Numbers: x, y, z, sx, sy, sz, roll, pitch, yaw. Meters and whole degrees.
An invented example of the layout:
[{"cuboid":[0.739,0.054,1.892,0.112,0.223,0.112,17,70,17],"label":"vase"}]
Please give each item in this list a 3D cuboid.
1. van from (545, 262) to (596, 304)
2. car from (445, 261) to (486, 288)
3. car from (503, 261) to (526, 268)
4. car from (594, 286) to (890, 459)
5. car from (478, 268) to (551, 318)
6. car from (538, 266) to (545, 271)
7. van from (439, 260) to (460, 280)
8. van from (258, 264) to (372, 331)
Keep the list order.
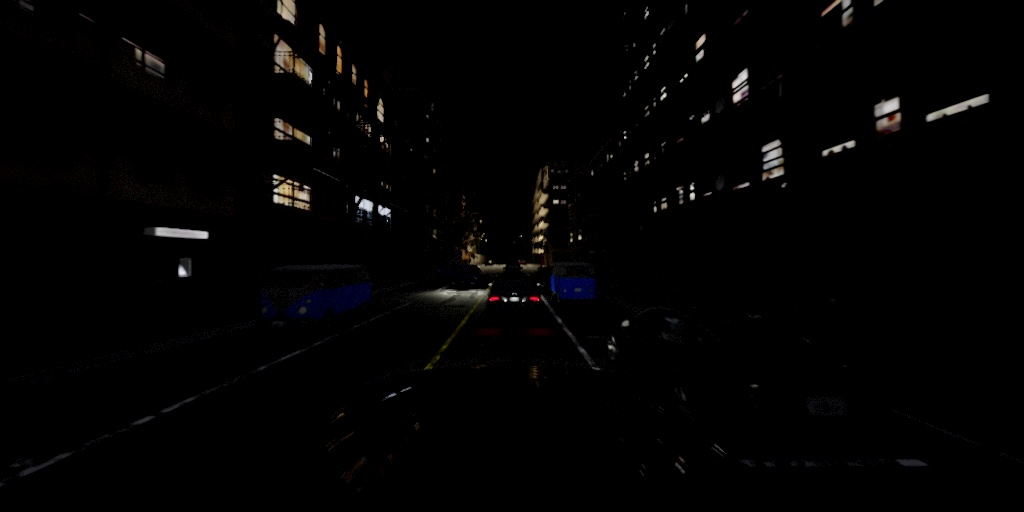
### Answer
[{"cuboid":[2.692,1.159,16.473,1.690,1.789,3.998,0,0,0],"label":"van"},{"cuboid":[-3.102,1.338,24.990,1.882,1.535,5.008,0,0,0],"label":"car"},{"cuboid":[0.096,1.434,34.406,1.812,1.442,4.674,0,0,0],"label":"car"},{"cuboid":[2.692,1.331,5.148,1.948,1.339,4.313,0,0,0],"label":"car"},{"cuboid":[0.084,1.351,13.263,2.033,1.411,5.357,0,0,0],"label":"car"},{"cuboid":[2.692,1.412,22.135,1.948,1.339,4.313,0,0,0],"label":"car"},{"cuboid":[-5.689,1.245,33.458,1.690,1.789,3.998,0,0,0],"label":"van"},{"cuboid":[-5.689,1.132,10.811,1.690,1.789,3.998,0,0,0],"label":"van"}]
